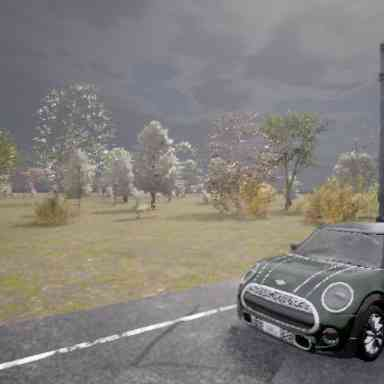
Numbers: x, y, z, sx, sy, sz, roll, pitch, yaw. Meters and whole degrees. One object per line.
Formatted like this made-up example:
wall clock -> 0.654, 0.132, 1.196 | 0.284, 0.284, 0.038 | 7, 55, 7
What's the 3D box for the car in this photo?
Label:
car -> 2.981, 1.382, 6.063 | 4.553, 1.767, 2.097 | 0, 0, -35
